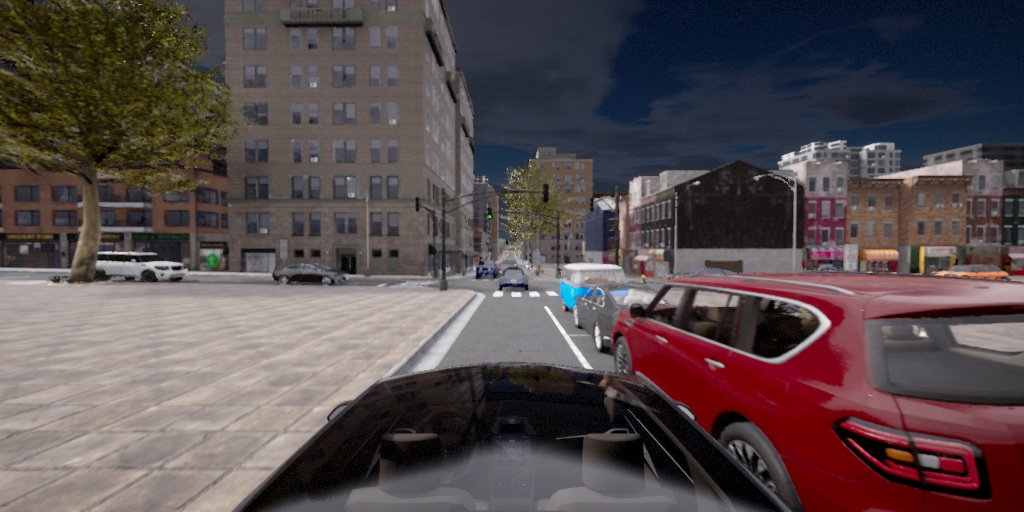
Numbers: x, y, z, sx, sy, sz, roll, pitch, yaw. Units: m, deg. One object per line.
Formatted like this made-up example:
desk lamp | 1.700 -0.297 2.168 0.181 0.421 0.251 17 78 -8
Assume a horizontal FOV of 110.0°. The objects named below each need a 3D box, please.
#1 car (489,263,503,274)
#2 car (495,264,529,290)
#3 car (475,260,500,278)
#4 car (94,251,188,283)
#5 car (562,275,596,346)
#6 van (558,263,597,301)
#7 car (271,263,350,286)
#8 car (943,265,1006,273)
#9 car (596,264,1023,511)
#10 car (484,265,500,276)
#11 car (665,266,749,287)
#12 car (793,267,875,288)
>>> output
car | -2.680 1.992 59.978 2.097 1.767 4.553 0 -1 0
car | 0.117 1.497 24.661 1.994 1.385 4.181 1 1 0
car | -2.809 1.446 40.530 2.150 2.045 5.566 0 -2 1
car | -25.703 0.744 24.688 5.566 2.045 2.150 1 1 0
car | 2.636 1.341 8.865 2.007 1.370 4.403 0 0 0
van | 2.637 1.151 12.186 1.690 1.789 3.998 0 0 0
car | -13.784 1.233 24.703 4.902 1.511 2.128 1 1 0
car | 35.051 1.469 27.672 4.553 1.767 2.097 0 1 0
car | 2.636 1.077 3.880 2.192 1.841 5.009 0 0 0
car | -2.743 1.979 50.110 1.837 1.490 4.892 0 -1 0
car | 14.921 1.553 27.675 5.357 1.411 2.033 0 1 0
car | 24.745 1.608 27.679 4.674 1.442 1.812 0 1 0
